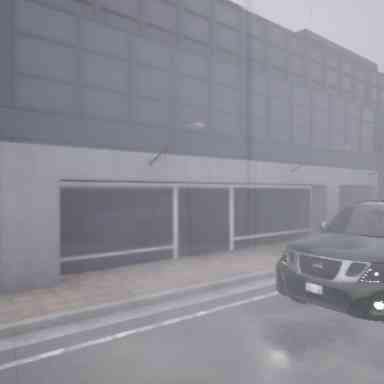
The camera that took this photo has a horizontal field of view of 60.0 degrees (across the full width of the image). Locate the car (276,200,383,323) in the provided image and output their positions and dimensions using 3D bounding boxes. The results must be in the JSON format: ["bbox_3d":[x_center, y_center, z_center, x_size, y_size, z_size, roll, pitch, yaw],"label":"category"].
[{"bbox_3d":[4.235,1.209,7.027,5.566,2.045,2.150,0,0,-35],"label":"car"}]
